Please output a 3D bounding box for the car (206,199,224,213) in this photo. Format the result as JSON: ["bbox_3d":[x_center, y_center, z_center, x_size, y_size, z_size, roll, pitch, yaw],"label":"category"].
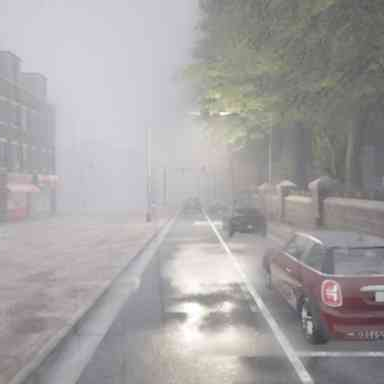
[{"bbox_3d":[2.665,1.567,38.851,1.752,1.417,4.829,-1,0,0],"label":"car"}]

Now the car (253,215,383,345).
[{"bbox_3d":[2.619,1.438,6.438,1.967,1.590,4.097,-1,0,0],"label":"car"}]

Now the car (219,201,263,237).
[{"bbox_3d":[2.747,1.482,18.132,1.882,1.535,5.008,0,0,0],"label":"car"}]

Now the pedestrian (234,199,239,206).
[{"bbox_3d":[2.746,1.301,21.119,0.375,1.860,0.375,-1,1,0],"label":"pedestrian"}]

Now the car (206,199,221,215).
[{"bbox_3d":[2.615,1.580,33.689,2.008,1.369,4.403,-1,0,0],"label":"car"}]

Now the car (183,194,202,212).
[{"bbox_3d":[0.056,1.394,39.228,2.097,1.767,4.553,0,0,0],"label":"car"}]

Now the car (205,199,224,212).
[{"bbox_3d":[2.641,1.597,40.825,2.008,1.369,4.403,-1,0,0],"label":"car"}]

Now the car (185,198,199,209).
[{"bbox_3d":[-0.003,1.624,48.661,2.033,1.411,5.357,0,-1,0],"label":"car"}]
